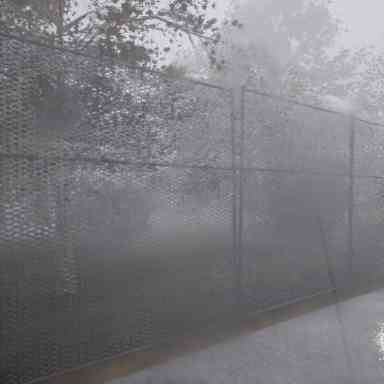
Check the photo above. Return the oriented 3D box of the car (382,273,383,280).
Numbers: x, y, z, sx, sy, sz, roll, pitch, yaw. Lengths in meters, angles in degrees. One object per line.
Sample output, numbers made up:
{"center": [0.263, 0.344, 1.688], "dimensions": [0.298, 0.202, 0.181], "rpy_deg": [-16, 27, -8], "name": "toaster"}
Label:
{"center": [6.311, 1.630, 7.564], "dimensions": [4.718, 1.301, 1.895], "rpy_deg": [0, 0, -35], "name": "car"}
